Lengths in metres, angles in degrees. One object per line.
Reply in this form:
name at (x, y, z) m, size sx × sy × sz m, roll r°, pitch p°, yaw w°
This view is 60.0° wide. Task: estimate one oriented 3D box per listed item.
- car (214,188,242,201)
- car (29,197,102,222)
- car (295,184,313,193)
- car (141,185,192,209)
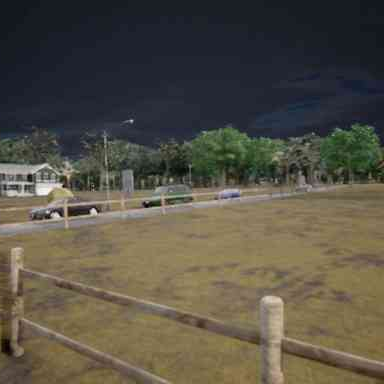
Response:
car at (4.416, 0.298, 40.282) m, size 1.812 × 1.442 × 4.674 m, roll -3°, pitch 1°, yaw 36°
car at (-8.388, 1.127, 22.347) m, size 1.837 × 1.490 × 4.892 m, roll -3°, pitch 0°, yaw 36°
car at (18.612, -0.593, 55.172) m, size 1.994 × 1.385 × 4.181 m, roll -3°, pitch 1°, yaw 36°
car at (-2.249, 0.439, 30.978) m, size 2.150 × 2.045 × 5.566 m, roll -3°, pitch 1°, yaw 36°
